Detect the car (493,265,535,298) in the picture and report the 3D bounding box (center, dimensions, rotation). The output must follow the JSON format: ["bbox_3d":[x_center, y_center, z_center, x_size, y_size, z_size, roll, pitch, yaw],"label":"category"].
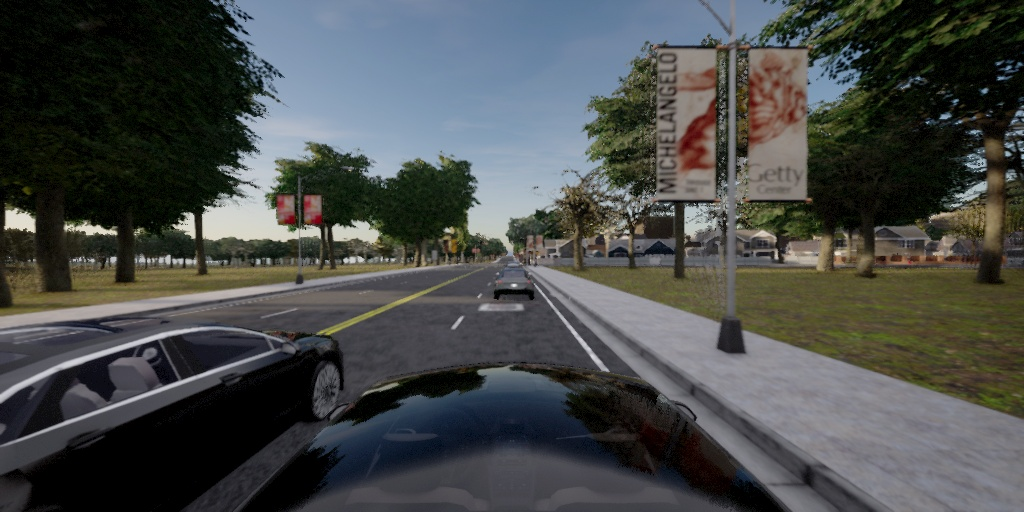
[{"bbox_3d":[0.098,1.323,18.396,1.994,1.385,4.181,0,0,0],"label":"car"}]

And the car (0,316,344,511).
[{"bbox_3d":[-3.151,1.241,2.882,2.128,1.511,4.902,0,0,0],"label":"car"}]

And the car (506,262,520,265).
[{"bbox_3d":[0.097,1.311,36.844,1.812,1.442,4.674,0,0,0],"label":"car"}]
